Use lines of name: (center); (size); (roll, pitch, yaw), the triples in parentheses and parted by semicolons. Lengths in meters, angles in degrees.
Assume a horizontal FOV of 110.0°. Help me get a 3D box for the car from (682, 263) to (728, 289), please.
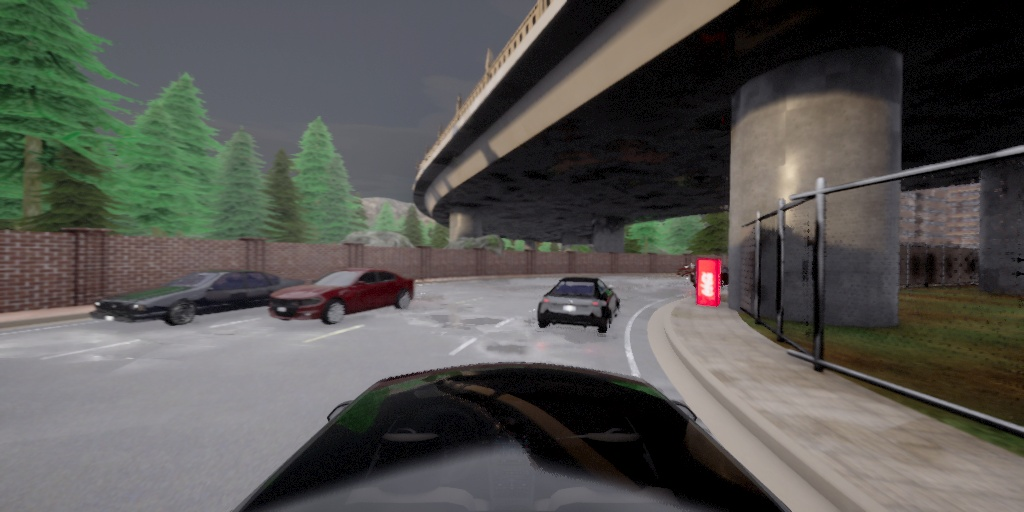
car: (14.889, 1.482, 25.754); (4.902, 1.511, 2.128); (1, 0, -30)

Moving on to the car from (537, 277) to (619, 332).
car: (2.195, 1.348, 11.243); (1.994, 1.385, 4.181); (1, 0, 20)

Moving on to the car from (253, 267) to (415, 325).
car: (-5.201, 1.138, 11.744); (1.882, 1.535, 5.008); (1, 0, 20)

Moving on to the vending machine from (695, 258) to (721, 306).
vending machine: (8.052, 1.076, 14.738); (1.100, 2.100, 0.880); (0, 0, 34)

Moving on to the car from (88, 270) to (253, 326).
car: (-9.096, 1.143, 11.284); (2.033, 1.411, 5.357); (1, 0, 15)

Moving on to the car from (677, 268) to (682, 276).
car: (20.823, 1.563, 40.313); (5.008, 1.535, 1.882); (1, 0, -23)
